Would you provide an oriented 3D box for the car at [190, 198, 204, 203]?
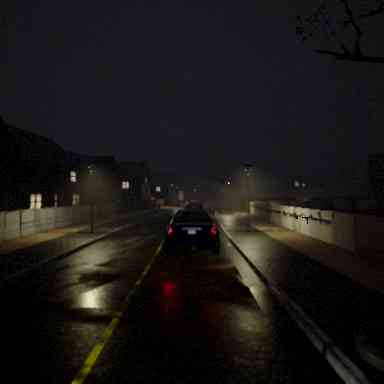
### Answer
[{"bbox_3d":[0.320,1.671,29.040,2.097,1.767,4.553,0,-1,3],"label":"car"}]

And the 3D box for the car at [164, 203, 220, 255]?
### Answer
[{"bbox_3d":[0.004,1.493,14.106,2.097,1.767,4.553,0,-1,0],"label":"car"}]
